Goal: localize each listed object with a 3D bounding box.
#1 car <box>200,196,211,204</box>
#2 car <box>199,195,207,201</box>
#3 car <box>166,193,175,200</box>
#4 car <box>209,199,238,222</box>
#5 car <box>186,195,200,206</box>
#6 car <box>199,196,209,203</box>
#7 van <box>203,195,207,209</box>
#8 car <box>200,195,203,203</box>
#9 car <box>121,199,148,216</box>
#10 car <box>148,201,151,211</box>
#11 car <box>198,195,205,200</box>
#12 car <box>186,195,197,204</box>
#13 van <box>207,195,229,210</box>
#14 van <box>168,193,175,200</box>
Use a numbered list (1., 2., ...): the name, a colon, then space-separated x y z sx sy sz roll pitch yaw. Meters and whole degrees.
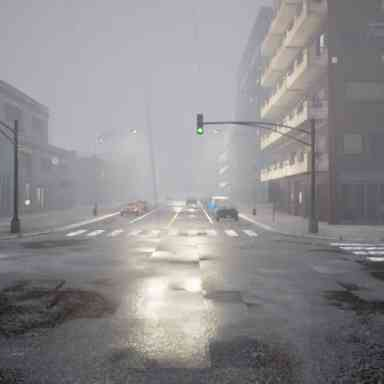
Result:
1. car: 2.636 1.550 65.593 1.947 1.339 4.313 1 0 0
2. car: 2.620 1.510 82.336 1.887 1.381 4.507 1 0 0
3. car: -5.767 1.524 87.866 1.947 1.339 4.313 1 0 0
4. car: 2.675 1.554 26.528 2.008 1.369 4.403 1 0 0
5. car: -0.057 1.484 56.010 2.128 1.511 4.902 0 0 0
6. car: 2.630 1.545 71.173 1.947 1.339 4.313 1 0 0
7. van: 2.661 1.341 43.270 1.690 1.788 3.998 1 0 0
8. car: 2.647 1.519 54.600 1.752 1.417 4.829 1 0 0
9. car: -5.712 1.584 32.064 1.802 1.307 4.206 1 0 0
10. car: -5.717 1.546 37.644 1.887 1.381 4.507 1 0 0
11. car: 2.608 1.501 93.497 2.008 1.369 4.403 1 0 0
12. car: -0.069 1.475 66.433 2.128 1.511 4.902 0 0 0
13. van: 2.672 1.344 32.107 1.690 1.788 3.998 1 0 0
14. van: -5.769 1.291 93.446 1.690 1.788 3.998 1 0 0
